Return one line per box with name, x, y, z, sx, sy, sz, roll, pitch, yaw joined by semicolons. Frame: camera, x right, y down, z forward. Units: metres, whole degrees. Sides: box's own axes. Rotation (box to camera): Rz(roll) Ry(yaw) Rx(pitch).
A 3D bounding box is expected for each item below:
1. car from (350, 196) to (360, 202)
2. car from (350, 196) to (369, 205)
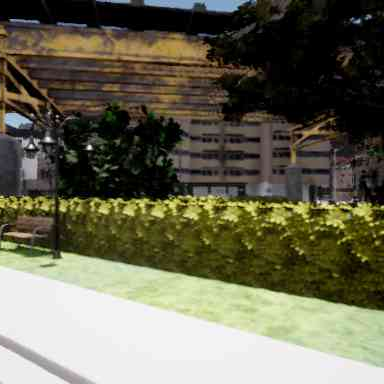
car;25.049;1.452;49.855;2.038;1.542;4.974;0;0;16
car;25.063;1.294;49.905;1.853;1.218;4.536;0;0;16
